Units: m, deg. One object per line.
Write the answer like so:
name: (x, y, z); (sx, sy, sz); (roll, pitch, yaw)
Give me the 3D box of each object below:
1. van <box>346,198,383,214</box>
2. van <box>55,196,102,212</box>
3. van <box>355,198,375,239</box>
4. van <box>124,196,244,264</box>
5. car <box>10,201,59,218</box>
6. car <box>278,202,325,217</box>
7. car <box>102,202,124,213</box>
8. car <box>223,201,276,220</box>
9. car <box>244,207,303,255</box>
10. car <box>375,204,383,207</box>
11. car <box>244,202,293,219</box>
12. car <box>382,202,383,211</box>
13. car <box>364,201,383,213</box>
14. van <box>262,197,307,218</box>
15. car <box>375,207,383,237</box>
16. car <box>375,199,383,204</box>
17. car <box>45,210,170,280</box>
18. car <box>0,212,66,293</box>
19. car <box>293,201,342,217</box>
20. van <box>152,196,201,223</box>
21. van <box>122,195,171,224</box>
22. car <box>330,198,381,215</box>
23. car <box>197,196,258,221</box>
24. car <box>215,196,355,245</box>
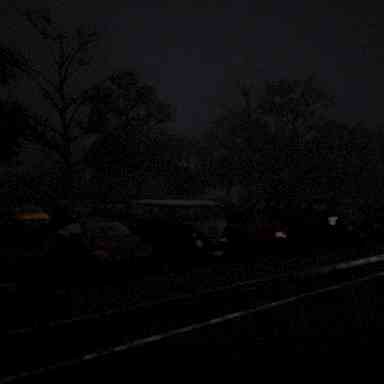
van: (23.561, 1.875, 45.020); (1.878, 1.987, 4.442); (1, -1, -36)
van: (-7.977, 1.261, 22.486); (1.878, 1.987, 4.442); (0, 0, -36)
van: (6.258, 1.333, 16.581); (1.878, 1.987, 4.442); (1, -1, -36)
van: (-0.505, 1.260, 11.749); (1.878, 1.987, 4.442); (0, 0, -36)
car: (-10.190, 1.479, 20.821); (1.946, 1.575, 5.366); (0, 0, -36)
car: (12.118, 1.894, 36.991); (2.002, 1.452, 4.674); (1, -1, -36)
car: (-5.794, 1.491, 24.195); (2.097, 1.535, 5.008); (0, 0, -36)
car: (5.464, 1.709, 32.226); (2.097, 1.535, 5.008); (1, -1, -36)
car: (1.673, 1.520, 13.485); (2.163, 1.488, 4.792); (1, 0, -36)
car: (10.707, 1.657, 19.897); (2.097, 1.535, 5.008); (1, -1, -36)
car: (7.716, 1.798, 33.839); (2.002, 1.452, 4.674); (1, -1, -36)
car: (32.485, 2.336, 51.575); (2.163, 1.488, 4.792); (1, -1, -36)
car: (27.994, 2.199, 48.337); (2.097, 1.535, 5.008); (1, -1, -36)
van: (9.802, 1.579, 35.476); (1.878, 1.987, 4.442); (1, -1, -36)
car: (8.443, 1.648, 18.289); (2.002, 1.452, 4.674); (1, -1, -36)
car: (12.983, 1.581, 21.491); (2.185, 1.767, 4.553); (1, -1, -36)
car: (-2.834, 1.522, 10.232); (2.002, 1.452, 4.674); (0, 0, -36)
car: (-5.075, 1.507, 8.591); (2.163, 1.488, 4.792); (0, 0, -36)
car: (14.479, 1.905, 38.667); (2.097, 1.535, 5.008); (1, -1, -36)
van: (-1.364, 1.336, 27.497); (1.878, 1.987, 4.442); (1, -1, -36)
van: (-3.590, 1.285, 25.620); (1.878, 1.987, 4.442); (1, 0, -36)
car: (21.257, 1.801, 43.483); (2.435, 2.045, 5.566); (1, -1, -36)
car: (3.126, 1.407, 30.528); (2.435, 2.045, 5.566); (1, -1, -36)
car: (3.915, 1.259, 15.086); (2.435, 2.045, 5.566); (1, -1, -36)
